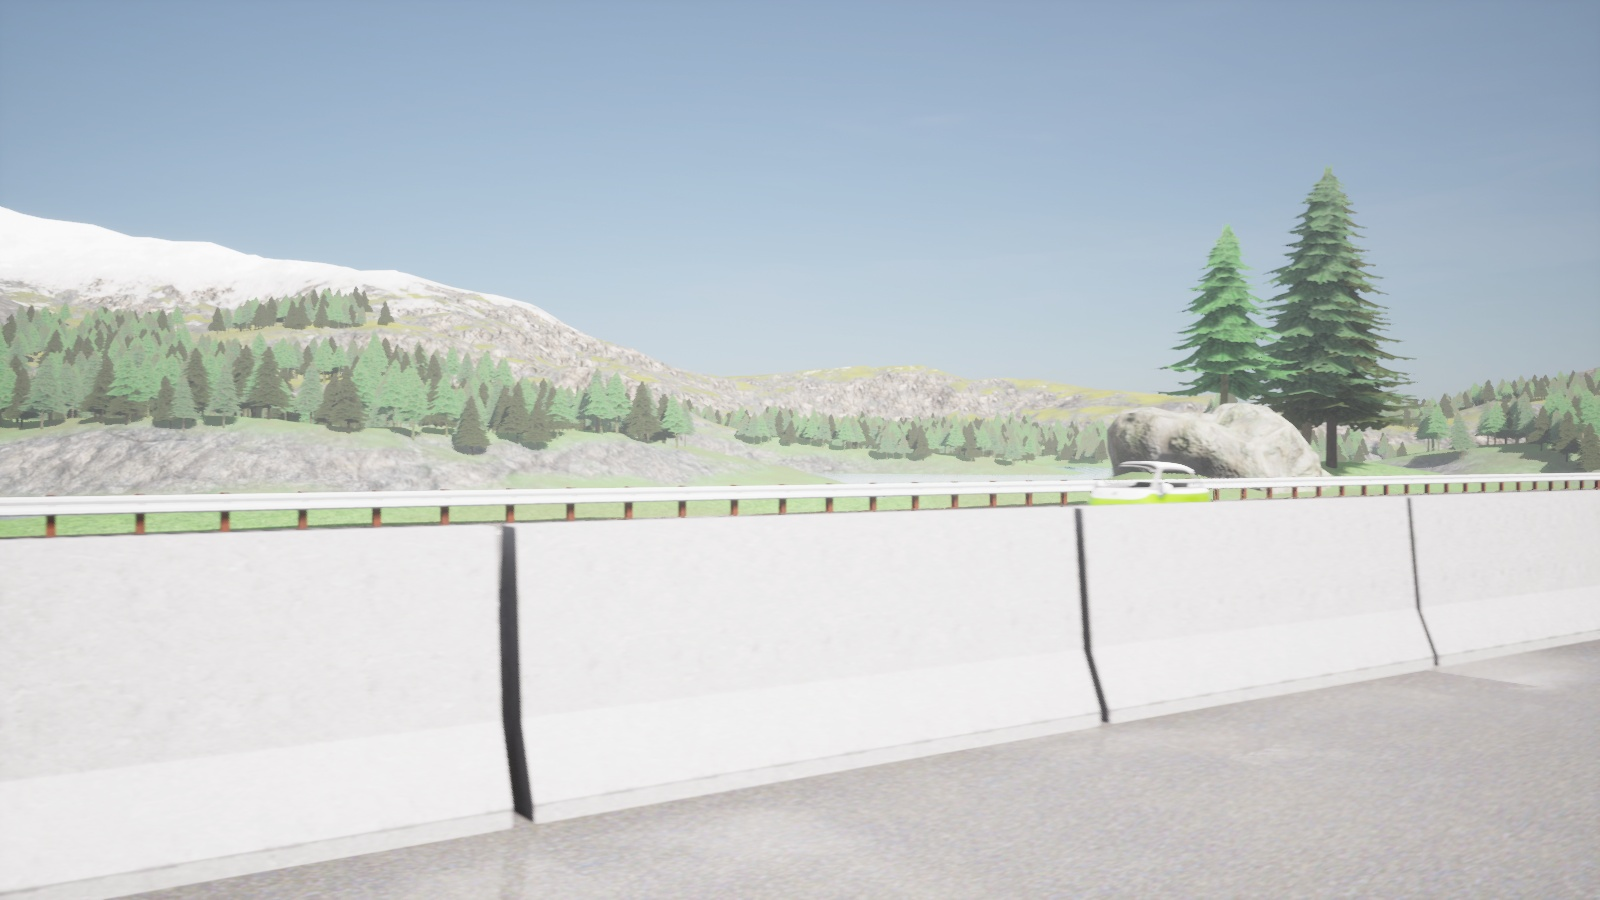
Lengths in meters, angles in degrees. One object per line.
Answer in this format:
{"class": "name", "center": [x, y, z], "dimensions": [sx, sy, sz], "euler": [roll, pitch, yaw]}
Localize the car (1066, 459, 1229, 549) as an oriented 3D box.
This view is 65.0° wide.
{"class": "car", "center": [5.635, 0.837, 20.372], "dimensions": [2.207, 1.376, 1.481], "euler": [1, -1, -35]}
